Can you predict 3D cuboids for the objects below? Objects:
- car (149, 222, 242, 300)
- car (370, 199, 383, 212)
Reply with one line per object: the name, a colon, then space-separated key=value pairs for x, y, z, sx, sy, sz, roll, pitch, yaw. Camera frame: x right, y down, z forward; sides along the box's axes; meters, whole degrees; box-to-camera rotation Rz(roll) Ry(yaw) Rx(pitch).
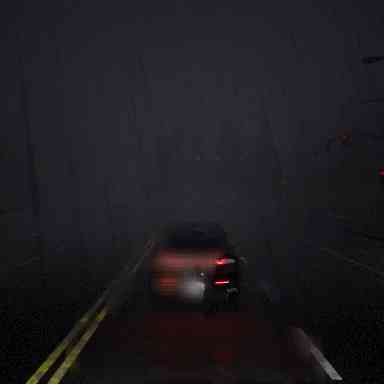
car: x=0.071 y=1.492 z=8.393 sx=2.128 sy=1.511 sz=4.902 roll=0 pitch=0 yaw=0
car: x=22.331 y=1.166 z=35.993 sx=5.566 sy=2.045 sz=2.150 roll=0 pitch=0 yaw=0
